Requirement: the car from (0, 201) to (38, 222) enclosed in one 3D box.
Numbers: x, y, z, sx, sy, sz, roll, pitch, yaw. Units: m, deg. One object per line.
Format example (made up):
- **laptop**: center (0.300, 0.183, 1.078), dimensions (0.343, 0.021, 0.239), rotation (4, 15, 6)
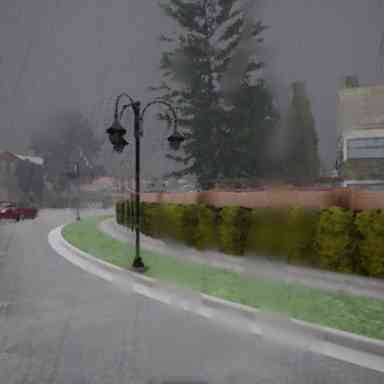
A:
- **car**: center (-14.821, 1.550, 28.179), dimensions (2.097, 1.767, 4.553), rotation (0, -1, -4)
